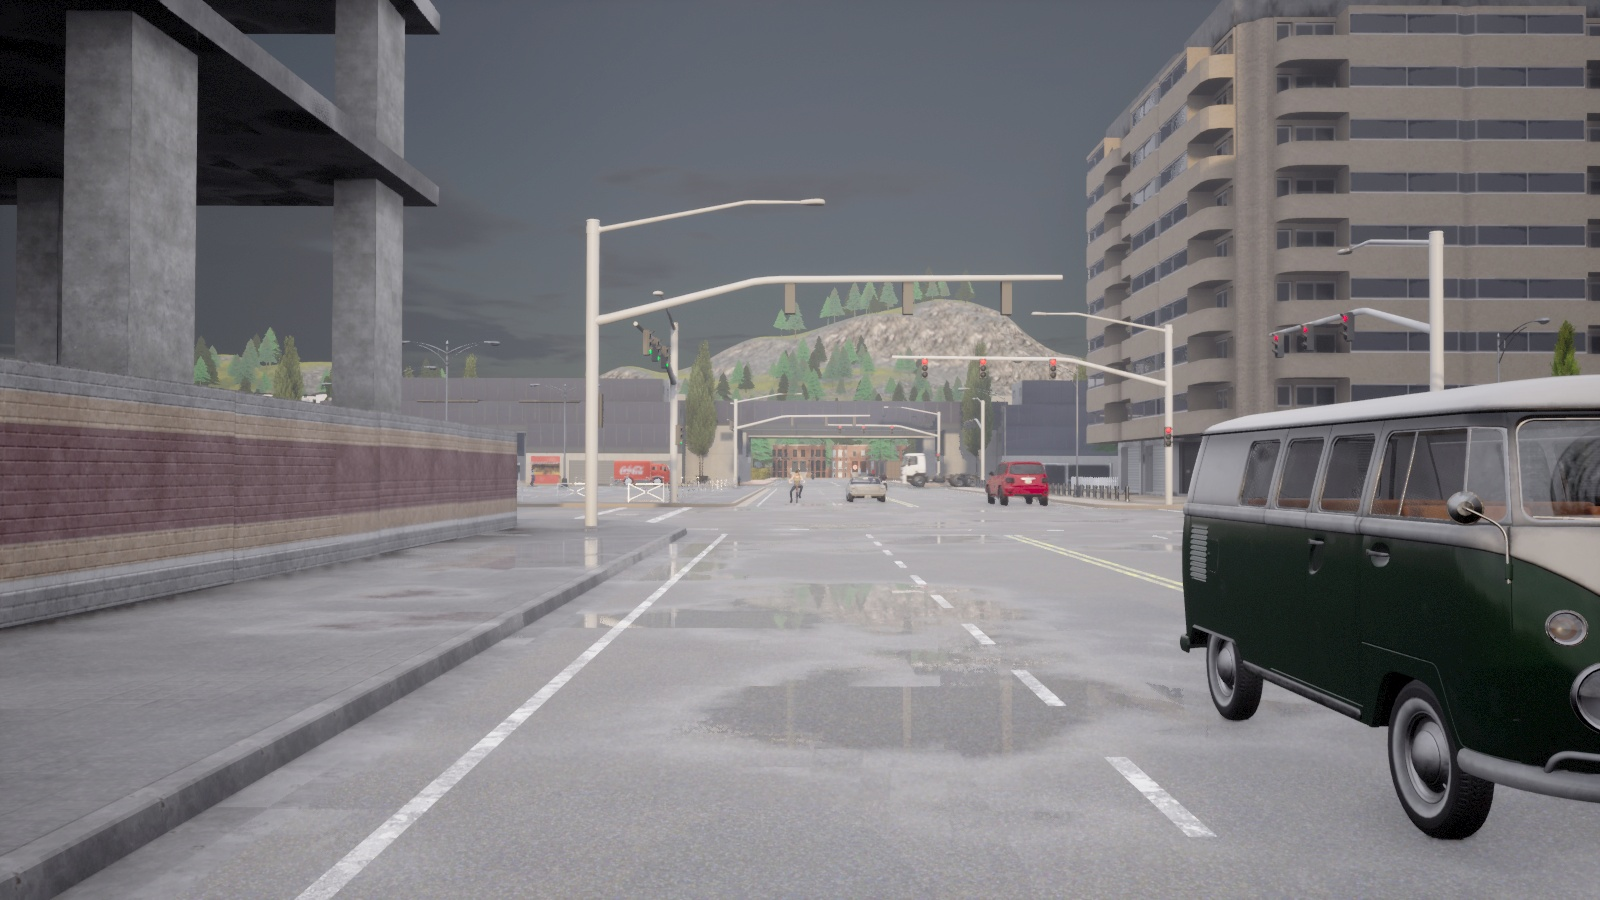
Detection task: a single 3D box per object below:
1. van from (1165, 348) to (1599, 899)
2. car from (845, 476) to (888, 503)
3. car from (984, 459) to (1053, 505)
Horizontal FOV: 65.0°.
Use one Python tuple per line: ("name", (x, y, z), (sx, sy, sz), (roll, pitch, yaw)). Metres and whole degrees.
("van", (3.485, 0.665, 6.680), (1.775, 1.987, 4.442), (0, -1, 0))
("car", (3.361, 1.975, 64.071), (1.895, 1.301, 4.718), (0, -1, 0))
("car", (10.272, 1.489, 59.476), (2.150, 2.045, 5.566), (0, -1, -1))
